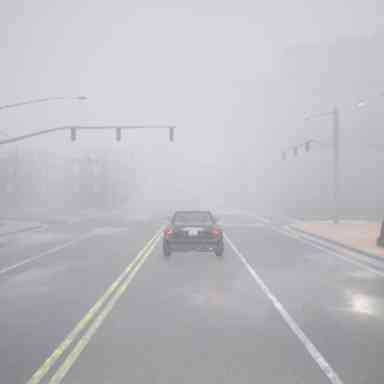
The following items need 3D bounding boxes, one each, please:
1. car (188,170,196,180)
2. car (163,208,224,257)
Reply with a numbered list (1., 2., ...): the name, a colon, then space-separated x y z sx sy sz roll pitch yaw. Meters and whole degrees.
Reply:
1. car: -0.053 -4.321 88.910 2.097 1.767 4.553 0 12 0
2. car: 0.054 1.390 13.232 2.097 1.767 4.553 0 0 0
